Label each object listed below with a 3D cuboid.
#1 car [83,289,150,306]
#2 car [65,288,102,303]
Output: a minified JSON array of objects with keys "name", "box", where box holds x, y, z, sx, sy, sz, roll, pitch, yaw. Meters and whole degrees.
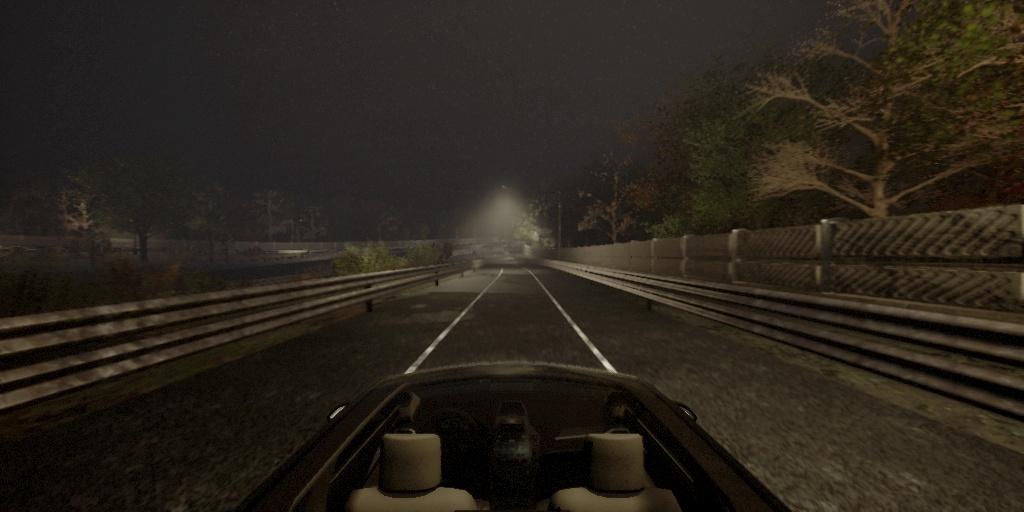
[{"name":"car","box":[-42.188,4.501,38.375,2.033,1.411,5.357,1,4,15]},{"name":"car","box":[-45.582,4.228,39.216,2.097,1.767,4.553,1,4,15]}]
